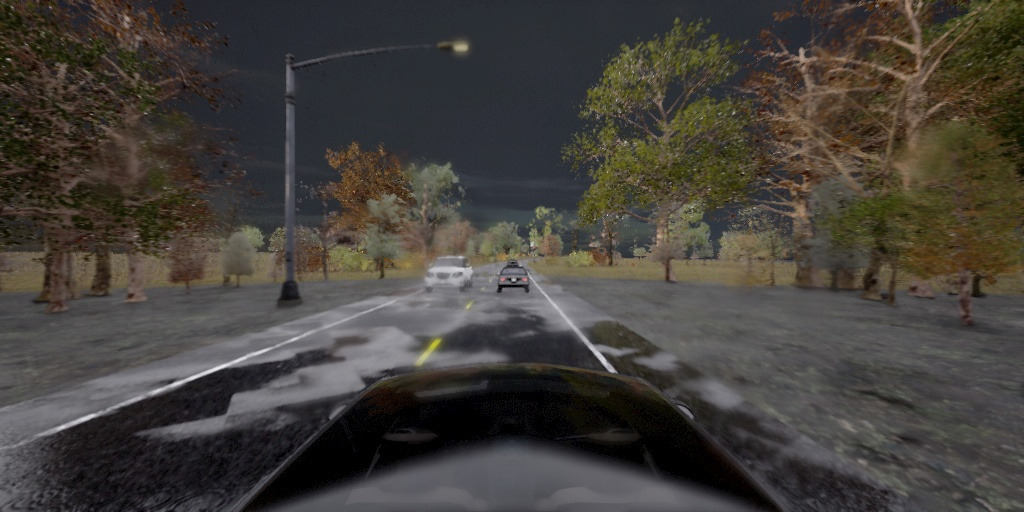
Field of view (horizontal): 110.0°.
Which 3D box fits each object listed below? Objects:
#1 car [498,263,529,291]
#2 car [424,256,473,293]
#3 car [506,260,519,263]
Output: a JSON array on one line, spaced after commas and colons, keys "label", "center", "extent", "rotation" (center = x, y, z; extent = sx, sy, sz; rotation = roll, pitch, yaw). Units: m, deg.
[{"label": "car", "center": [0.098, 1.331, 21.888], "extent": [2.033, 1.411, 5.357], "rotation": [0, 0, 0]}, {"label": "car", "center": [-3.589, 1.007, 21.354], "extent": [2.150, 2.045, 5.566], "rotation": [0, -1, 0]}, {"label": "car", "center": [0.101, 1.347, 57.325], "extent": [1.837, 1.490, 4.892], "rotation": [0, 0, 0]}]
